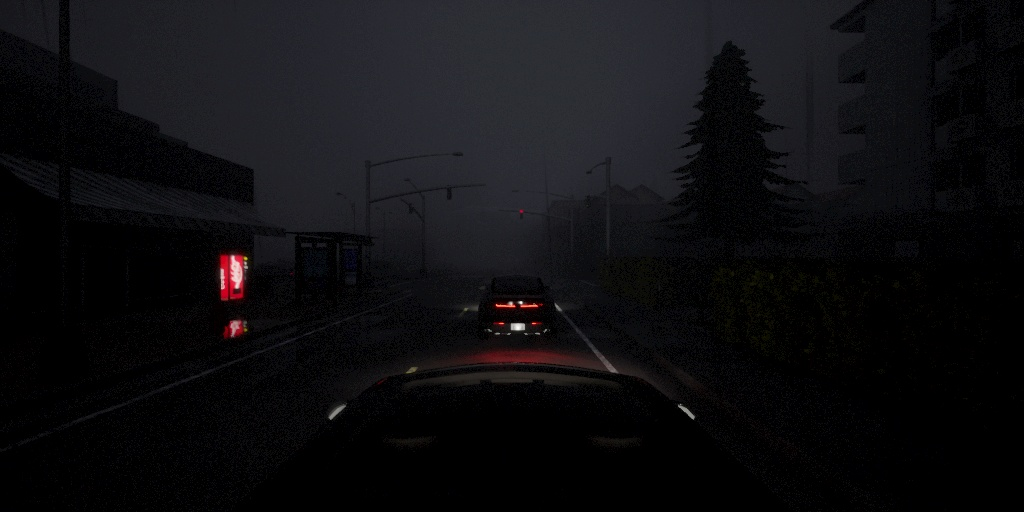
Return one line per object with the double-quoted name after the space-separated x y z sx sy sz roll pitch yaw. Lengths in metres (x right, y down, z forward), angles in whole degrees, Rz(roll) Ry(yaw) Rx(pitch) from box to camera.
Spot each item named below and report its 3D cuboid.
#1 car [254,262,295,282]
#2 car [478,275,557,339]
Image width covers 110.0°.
-20.762 1.474 30.577 5.357 1.411 2.033 0 0 0 "car"
0.118 1.255 10.038 1.837 1.490 4.892 0 0 0 "car"
